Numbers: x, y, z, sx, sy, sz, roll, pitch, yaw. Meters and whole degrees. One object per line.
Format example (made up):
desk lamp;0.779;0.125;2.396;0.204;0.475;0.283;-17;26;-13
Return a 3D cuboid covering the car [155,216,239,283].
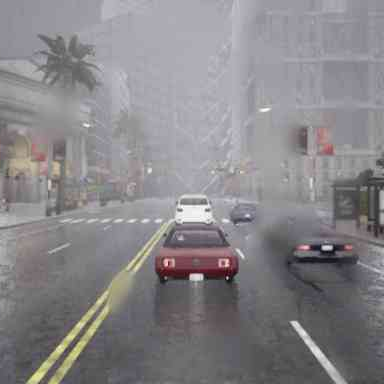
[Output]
car;0.103;1.588;9.566;1.895;1.301;4.718;0;0;0

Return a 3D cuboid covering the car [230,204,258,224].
car;3.865;1.531;24.140;1.994;1.385;4.181;0;0;5

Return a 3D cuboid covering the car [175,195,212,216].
car;0.104;1.191;21.393;2.150;2.045;5.566;0;0;0

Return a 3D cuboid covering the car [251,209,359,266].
car;3.604;1.532;11.378;2.033;1.411;5.357;0;0;0
